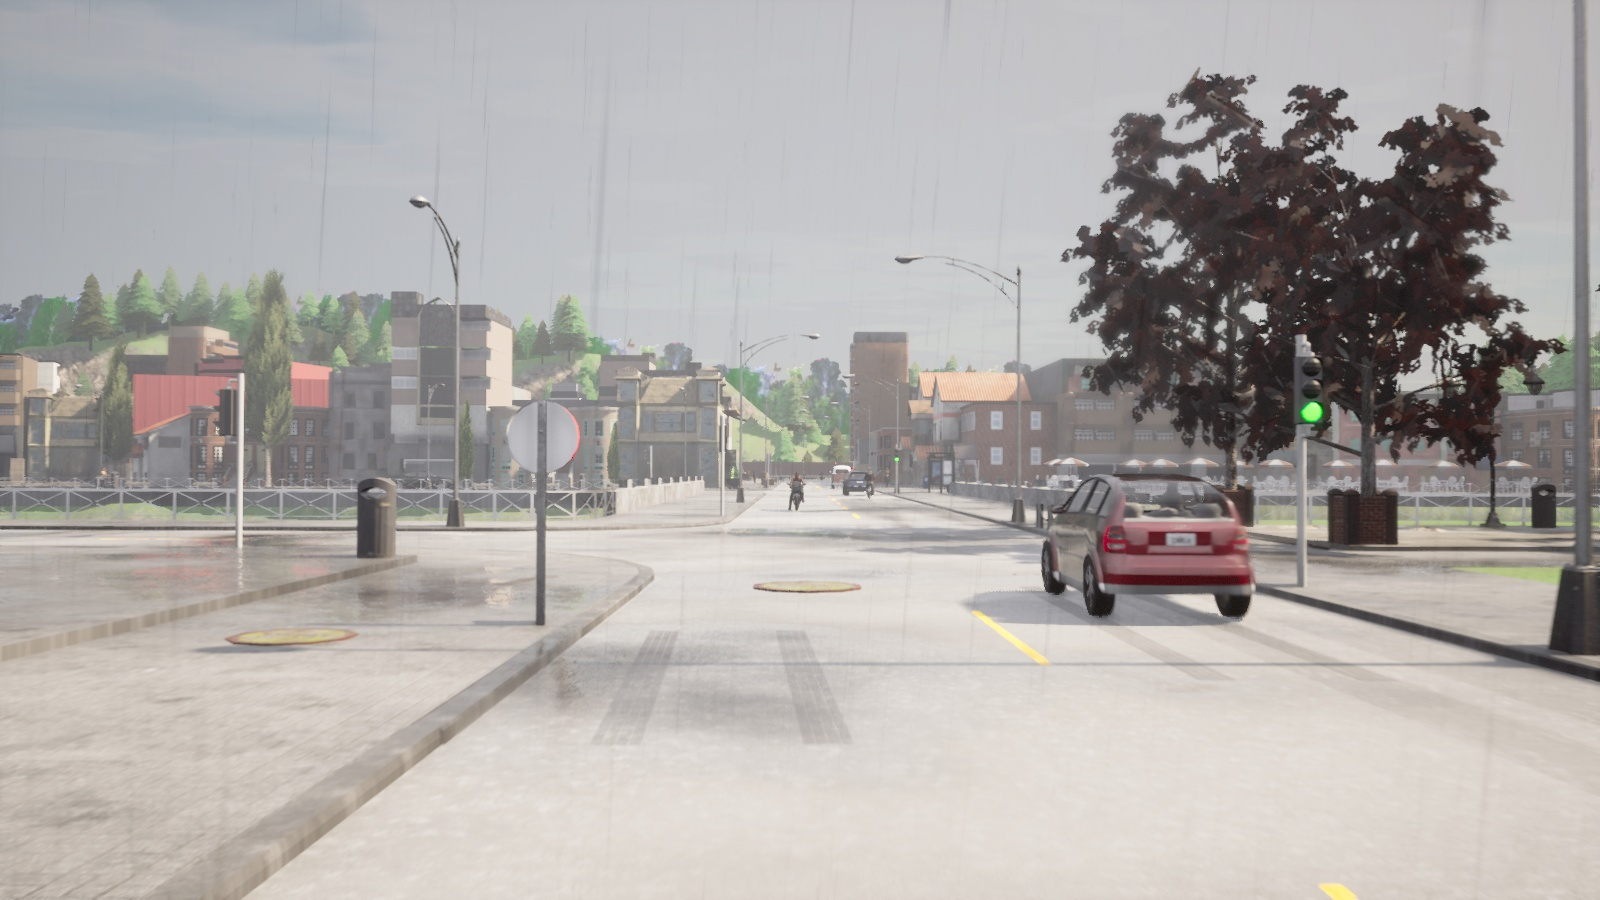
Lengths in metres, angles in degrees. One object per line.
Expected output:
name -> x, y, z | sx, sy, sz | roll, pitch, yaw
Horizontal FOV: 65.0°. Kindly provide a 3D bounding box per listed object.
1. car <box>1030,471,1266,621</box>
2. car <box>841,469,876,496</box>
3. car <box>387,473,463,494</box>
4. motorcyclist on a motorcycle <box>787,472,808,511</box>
car -> 3.946, 1.026, 14.870 | 1.789, 1.549, 3.705 | 0, -1, 1
car -> 3.797, 2.105, 82.192 | 2.033, 1.649, 4.856 | 0, -1, 0
car -> -27.259, 2.432, 91.428 | 5.008, 1.535, 1.882 | 0, -1, 0
motorcyclist on a motorcycle -> -0.106, 1.631, 49.812 | 0.797, 1.523, 2.044 | 0, -1, 1
